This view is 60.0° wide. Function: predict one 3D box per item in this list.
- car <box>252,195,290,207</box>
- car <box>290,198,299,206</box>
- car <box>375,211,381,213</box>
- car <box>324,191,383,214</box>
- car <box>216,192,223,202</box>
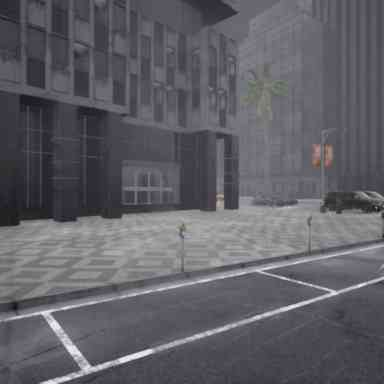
[{"bbox_3d":[9.316,1.073,40.821,1.994,1.385,4.181,0,1,-35],"label":"car"},{"bbox_3d":[11.302,1.041,43.623,2.033,1.411,5.357,0,1,-35],"label":"car"},{"bbox_3d":[9.661,1.544,13.541,4.403,1.369,2.008,0,0,-36],"label":"car"},{"bbox_3d":[15.577,0.923,31.973,2.150,2.045,5.566,0,1,-35],"label":"car"},{"bbox_3d":[2.118,0.798,50.989,1.837,1.490,4.892,0,2,-35],"label":"car"}]
